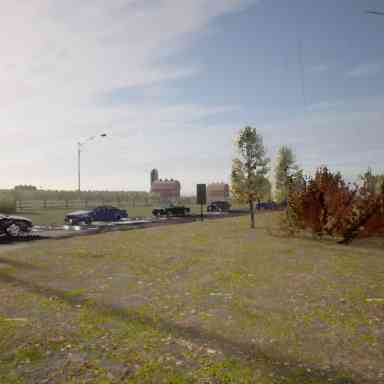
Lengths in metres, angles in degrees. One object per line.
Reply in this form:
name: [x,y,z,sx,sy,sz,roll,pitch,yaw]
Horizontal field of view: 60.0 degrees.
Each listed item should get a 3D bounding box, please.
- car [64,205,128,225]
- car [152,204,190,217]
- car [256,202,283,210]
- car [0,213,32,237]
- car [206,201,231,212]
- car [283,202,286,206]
car: [-7.508,1.763,26.737,2.033,1.411,5.357,-1,-1,32]
car: [-2.180,1.909,35.229,1.895,1.301,4.718,-1,-1,32]
car: [11.452,1.649,50.322,2.150,2.045,5.566,-1,-1,32]
car: [-10.809,1.565,16.906,4.892,1.490,1.837,1,1,-32]
car: [3.591,1.919,44.490,1.837,1.490,4.892,-1,-2,32]
car: [16.933,2.059,59.313,1.812,1.442,4.674,-1,-1,31]
